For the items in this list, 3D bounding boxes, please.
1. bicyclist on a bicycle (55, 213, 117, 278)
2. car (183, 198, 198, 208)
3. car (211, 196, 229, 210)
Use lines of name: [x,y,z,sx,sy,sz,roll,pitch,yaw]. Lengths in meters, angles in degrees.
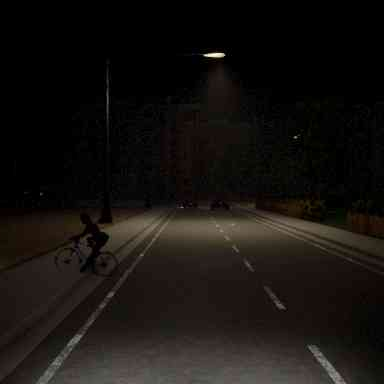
bicyclist on a bicycle: [-2.726,1.398,8.713,1.656,1.620,0.582,6,0,0]
car: [-0.248,1.593,47.105,1.994,1.385,4.181,0,-1,-3]
car: [3.537,1.352,42.863,2.097,1.767,4.553,0,0,1]
